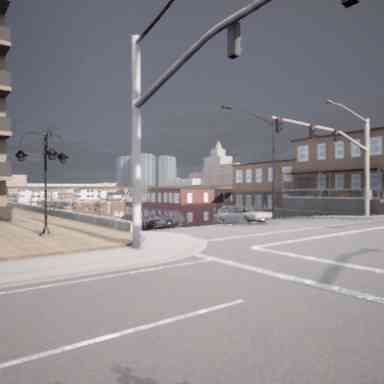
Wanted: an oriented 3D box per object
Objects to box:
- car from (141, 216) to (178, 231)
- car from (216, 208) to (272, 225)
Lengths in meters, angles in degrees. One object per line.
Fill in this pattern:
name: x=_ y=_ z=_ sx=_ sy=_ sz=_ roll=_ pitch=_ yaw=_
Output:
car: x=-3.113 y=2.863 z=30.398 sx=1.994 sy=1.385 sz=4.181 roll=0 pitch=-10 yaw=-36
car: x=4.054 y=1.954 z=26.982 sx=1.895 sy=1.301 sz=4.718 roll=0 pitch=-4 yaw=-37
